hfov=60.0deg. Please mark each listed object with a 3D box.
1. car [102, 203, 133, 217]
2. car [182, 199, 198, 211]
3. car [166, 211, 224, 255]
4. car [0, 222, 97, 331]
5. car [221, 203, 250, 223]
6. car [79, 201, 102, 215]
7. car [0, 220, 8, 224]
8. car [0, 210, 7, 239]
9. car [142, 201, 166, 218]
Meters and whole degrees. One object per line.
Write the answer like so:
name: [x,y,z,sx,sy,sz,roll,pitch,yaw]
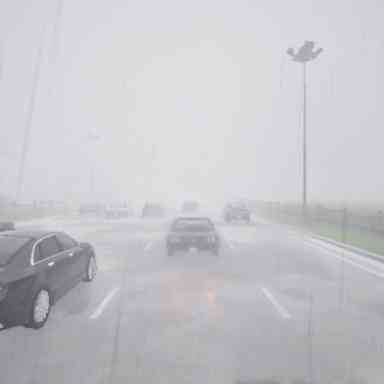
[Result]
car: [-7.137,1.741,33.121,1.895,1.301,4.718,0,0,-1]
car: [-0.240,1.655,41.806,1.882,1.535,5.008,0,0,-1]
car: [0.024,1.659,13.463,1.895,1.301,4.718,0,0,0]
car: [-3.433,1.536,6.972,1.837,1.490,4.892,0,0,0]
car: [3.429,1.606,26.608,2.128,1.511,4.902,0,0,0]
car: [-10.670,1.700,36.101,2.033,1.411,5.357,0,0,-1]
car: [-6.947,1.261,9.025,2.150,2.045,5.566,0,0,0]
car: [-10.486,1.608,14.411,2.033,1.411,5.357,0,0,0]
car: [-3.621,1.626,31.640,2.128,1.511,4.902,0,0,-1]
